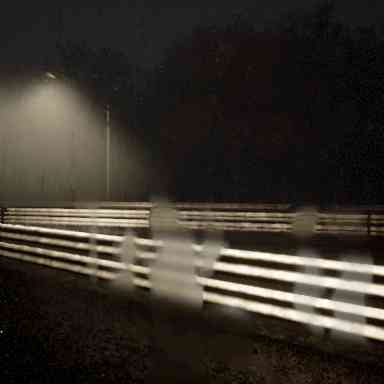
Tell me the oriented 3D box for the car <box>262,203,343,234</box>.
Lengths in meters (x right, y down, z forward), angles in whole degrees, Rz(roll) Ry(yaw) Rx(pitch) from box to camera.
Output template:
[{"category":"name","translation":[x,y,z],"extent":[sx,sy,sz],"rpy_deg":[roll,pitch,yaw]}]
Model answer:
[{"category":"car","translation":[6.490,1.418,19.859],"extent":[4.553,1.767,2.097],"rpy_deg":[0,0,18]}]
